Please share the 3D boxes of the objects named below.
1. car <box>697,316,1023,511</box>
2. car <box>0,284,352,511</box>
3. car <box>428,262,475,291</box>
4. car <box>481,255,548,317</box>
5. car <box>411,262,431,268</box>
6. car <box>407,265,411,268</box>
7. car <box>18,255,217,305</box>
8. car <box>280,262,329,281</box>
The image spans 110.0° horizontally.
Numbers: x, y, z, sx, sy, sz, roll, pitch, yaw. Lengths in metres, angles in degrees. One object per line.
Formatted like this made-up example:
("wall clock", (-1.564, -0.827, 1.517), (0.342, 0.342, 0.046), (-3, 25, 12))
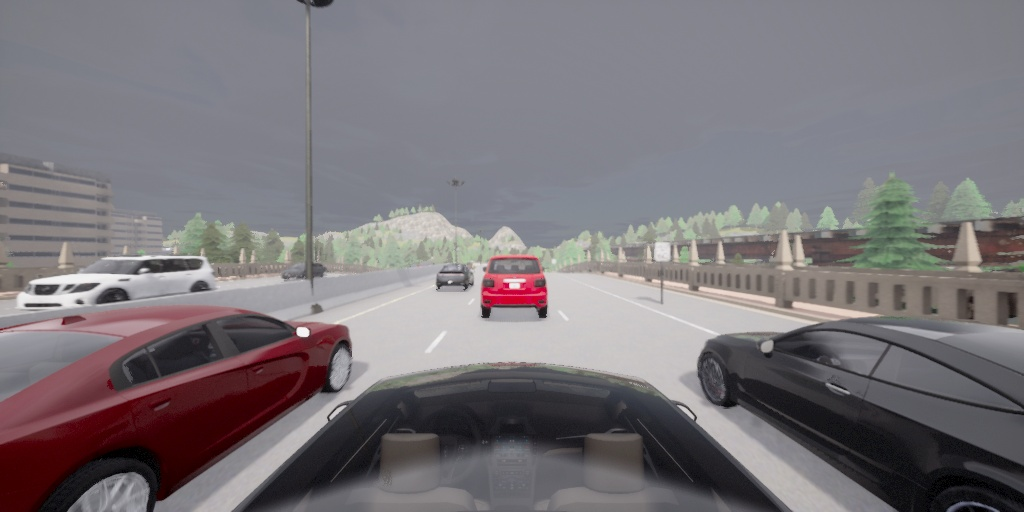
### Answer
("car", (3.561, 1.275, 3.232), (1.812, 1.442, 4.674), (0, 0, 0))
("car", (-3.432, 1.232, 3.633), (1.882, 1.535, 5.008), (0, 0, 0))
("car", (-3.449, 1.262, 22.347), (2.128, 1.511, 4.902), (0, 0, 0))
("car", (0.072, 0.981, 13.313), (2.150, 2.045, 5.566), (0, 0, 0))
("car", (-10.686, 1.428, 44.878), (1.882, 1.535, 5.008), (0, -2, 0))
("car", (-14.193, 1.859, 53.274), (1.882, 1.535, 5.008), (0, -4, 0))
("car", (-14.127, 0.991, 13.517), (2.150, 2.045, 5.566), (0, 0, 0))
("car", (-17.664, 1.292, 30.824), (1.837, 1.490, 4.892), (0, 0, 0))
